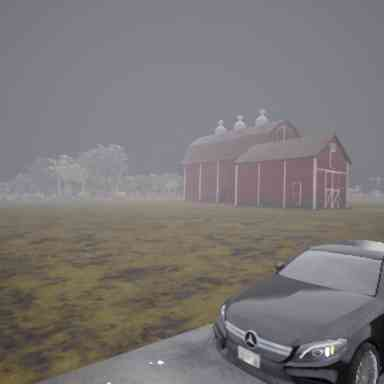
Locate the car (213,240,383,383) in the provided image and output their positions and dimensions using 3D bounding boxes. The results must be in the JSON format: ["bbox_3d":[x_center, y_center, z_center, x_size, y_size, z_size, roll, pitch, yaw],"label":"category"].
[{"bbox_3d":[2.423,1.529,5.076,4.674,1.442,1.812,0,0,-39],"label":"car"}]
